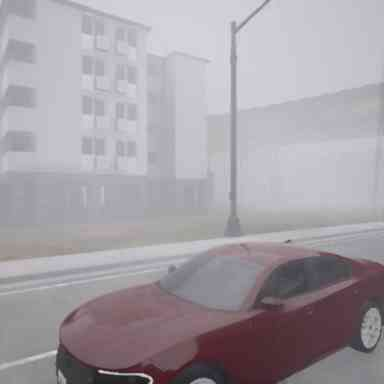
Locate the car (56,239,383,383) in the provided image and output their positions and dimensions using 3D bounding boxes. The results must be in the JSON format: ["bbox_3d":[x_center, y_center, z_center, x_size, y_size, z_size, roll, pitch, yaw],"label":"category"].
[{"bbox_3d":[0.809,1.484,4.576,5.008,1.535,1.882,0,0,-36],"label":"car"}]
